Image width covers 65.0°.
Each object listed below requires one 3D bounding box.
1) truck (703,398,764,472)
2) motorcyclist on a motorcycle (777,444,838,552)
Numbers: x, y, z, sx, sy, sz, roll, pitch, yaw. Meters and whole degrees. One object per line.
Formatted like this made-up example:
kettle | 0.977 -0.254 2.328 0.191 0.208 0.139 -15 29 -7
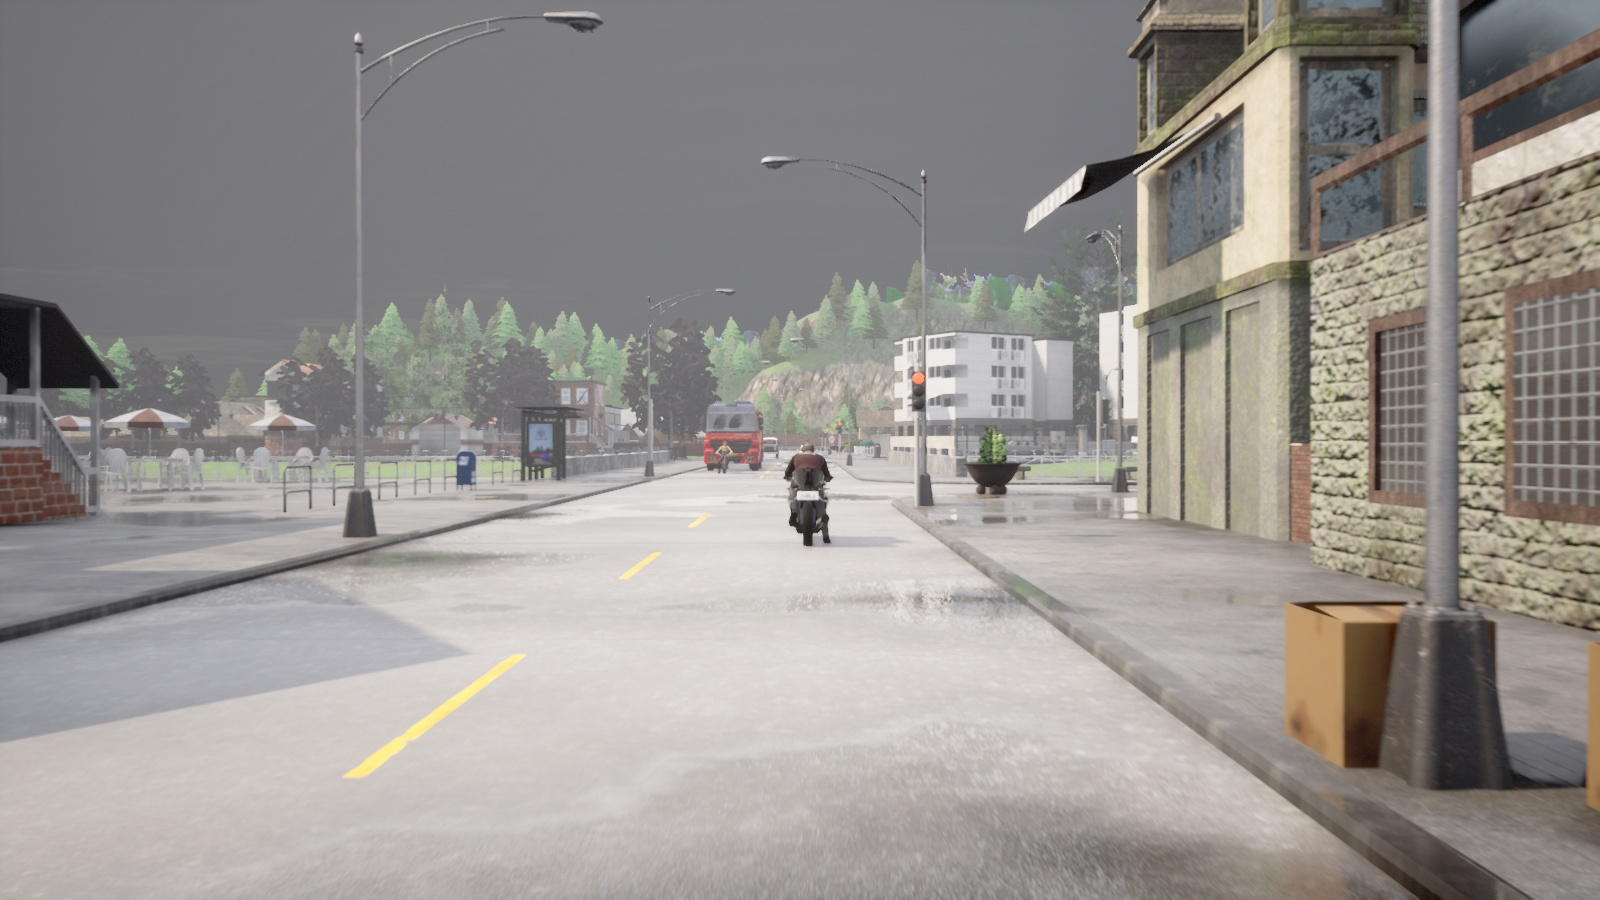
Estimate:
truck | -3.588 -0.813 69.546 2.891 3.827 8.468 0 0 0
motorcyclist on a motorcycle | 0.124 0.675 18.945 0.866 1.530 2.191 0 0 1
